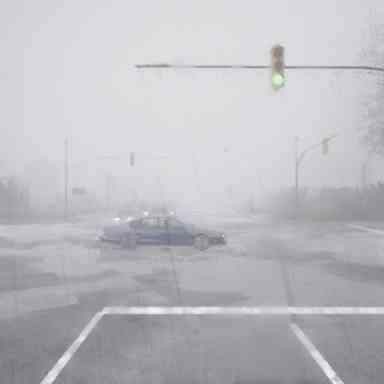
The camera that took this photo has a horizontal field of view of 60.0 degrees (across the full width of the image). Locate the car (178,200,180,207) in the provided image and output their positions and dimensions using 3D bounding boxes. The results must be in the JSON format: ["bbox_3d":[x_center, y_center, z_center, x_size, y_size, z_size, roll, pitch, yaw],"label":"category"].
[{"bbox_3d":[-3.482,2.071,65.851,2.097,1.767,4.553,0,-1,0],"label":"car"}]

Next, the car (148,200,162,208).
[{"bbox_3d":[-7.001,2.239,63.279,2.033,1.411,5.357,0,-1,1],"label":"car"}]

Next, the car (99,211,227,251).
[{"bbox_3d":[-1.195,1.706,14.379,5.357,1.411,2.033,0,-1,3],"label":"car"}]

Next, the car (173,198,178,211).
[{"bbox_3d":[-3.577,2.018,49.445,1.882,1.535,5.008,0,-1,0],"label":"car"}]

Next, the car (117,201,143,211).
[{"bbox_3d":[-7.097,2.011,37.484,1.895,1.301,4.718,0,-1,1],"label":"car"}]

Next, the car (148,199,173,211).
[{"bbox_3d":[-3.585,1.901,38.672,1.882,1.535,5.008,0,-1,0],"label":"car"}]

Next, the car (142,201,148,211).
[{"bbox_3d":[-7.078,2.033,48.314,1.837,1.490,4.892,0,-1,0],"label":"car"}]
